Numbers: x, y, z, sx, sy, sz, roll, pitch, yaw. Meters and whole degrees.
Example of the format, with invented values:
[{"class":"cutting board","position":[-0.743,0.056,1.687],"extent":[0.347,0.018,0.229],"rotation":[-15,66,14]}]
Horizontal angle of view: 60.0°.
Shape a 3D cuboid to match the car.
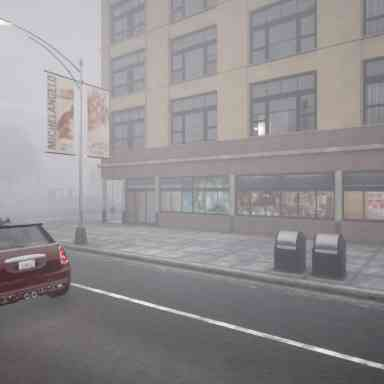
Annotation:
[{"class":"car","position":[-4.756,1.352,7.367],"extent":[4.553,1.767,2.097],"rotation":[0,0,36]}]
